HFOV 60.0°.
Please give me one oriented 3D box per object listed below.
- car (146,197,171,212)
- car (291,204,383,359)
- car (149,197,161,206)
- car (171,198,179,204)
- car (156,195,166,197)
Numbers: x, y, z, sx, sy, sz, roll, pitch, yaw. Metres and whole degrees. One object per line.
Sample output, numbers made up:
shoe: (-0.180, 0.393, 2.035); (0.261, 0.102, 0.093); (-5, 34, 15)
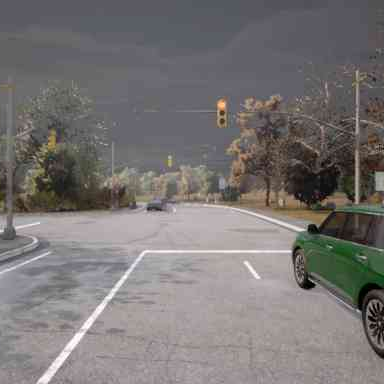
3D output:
car: (-4.174, 1.590, 39.737); (2.033, 1.411, 5.357); (0, 0, 2)
car: (3.582, 1.221, 6.066); (2.150, 2.045, 5.566); (0, 0, 0)
car: (-7.788, 1.944, 70.075); (2.097, 1.767, 4.553); (0, -1, -13)
car: (-4.656, 2.359, 82.987); (2.128, 1.511, 4.902); (0, -1, -22)
car: (-5.177, 1.475, 55.134); (2.150, 2.045, 5.566); (0, -1, -6)
